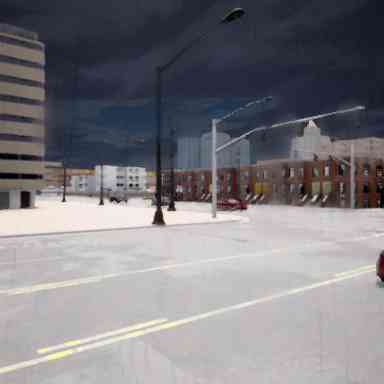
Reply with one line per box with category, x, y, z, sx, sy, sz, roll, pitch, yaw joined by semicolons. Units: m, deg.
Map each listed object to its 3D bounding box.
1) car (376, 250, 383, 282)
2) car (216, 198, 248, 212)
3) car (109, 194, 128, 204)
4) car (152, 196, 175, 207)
car;6.494;1.575;8.380;4.181;1.385;1.994;0;0;-36
car;4.544;1.509;39.796;1.882;1.535;5.008;0;0;-36
car;-14.833;1.344;66.937;2.150;2.045;5.566;0;0;-36
car;-4.511;1.385;52.421;2.097;1.767;4.553;0;0;-36
